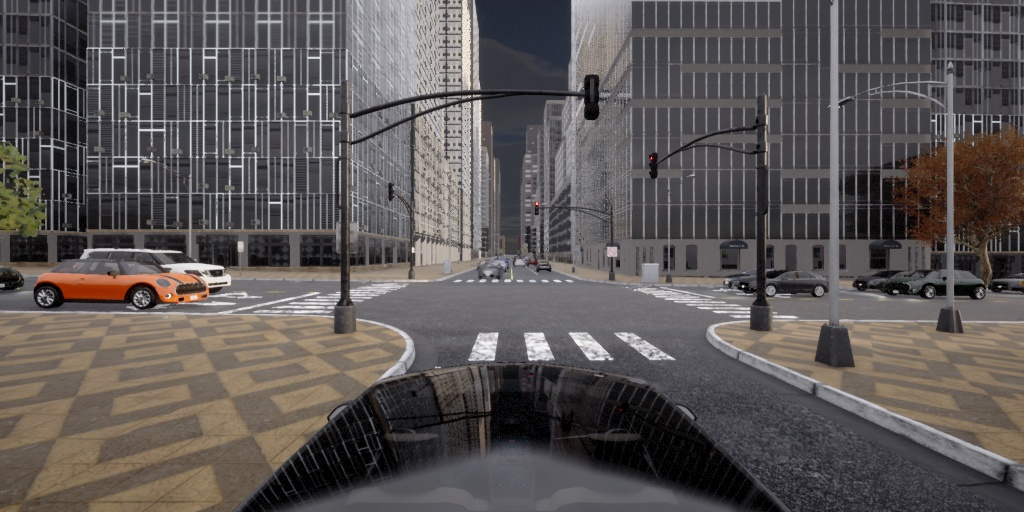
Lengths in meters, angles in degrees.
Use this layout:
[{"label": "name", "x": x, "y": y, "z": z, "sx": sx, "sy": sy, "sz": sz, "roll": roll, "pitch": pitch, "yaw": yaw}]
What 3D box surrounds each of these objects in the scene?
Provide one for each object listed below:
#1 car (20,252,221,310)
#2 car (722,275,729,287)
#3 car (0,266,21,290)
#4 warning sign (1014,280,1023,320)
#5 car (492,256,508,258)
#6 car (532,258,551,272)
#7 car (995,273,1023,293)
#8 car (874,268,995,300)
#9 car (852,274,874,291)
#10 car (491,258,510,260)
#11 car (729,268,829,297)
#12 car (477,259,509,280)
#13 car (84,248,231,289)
[{"label": "car", "x": -13.727, "y": 0.876, "z": 12.856, "sx": 4.553, "sy": 1.767, "sz": 2.097, "roll": 1, "pitch": 0, "yaw": -3}, {"label": "car", "x": 16.897, "y": 1.569, "z": 24.223, "sx": 4.902, "sy": 1.511, "sz": 2.128, "roll": 1, "pitch": 0, "yaw": -3}, {"label": "car", "x": -24.623, "y": 0.675, "z": 15.615, "sx": 4.553, "sy": 1.767, "sz": 2.097, "roll": 1, "pitch": 0, "yaw": -3}, {"label": "warning sign", "x": 17.279, "y": 1.204, "z": 11.527, "sx": 1.060, "sy": 1.860, "sz": 1.300, "roll": 0, "pitch": 0, "yaw": -3}, {"label": "car", "x": -1.553, "y": 0.980, "z": 56.548, "sx": 2.150, "sy": 2.045, "sz": 5.566, "roll": 0, "pitch": 0, "yaw": -1}, {"label": "car", "x": 3.949, "y": 1.329, "z": 45.336, "sx": 1.948, "sy": 1.339, "sz": 4.313, "roll": 0, "pitch": 0, "yaw": 0}, {"label": "car", "x": 36.453, "y": 1.934, "z": 25.109, "sx": 4.892, "sy": 1.490, "sz": 1.837, "roll": 1, "pitch": 0, "yaw": -2}, {"label": "car", "x": 24.979, "y": 1.576, "z": 21.337, "sx": 4.553, "sy": 1.767, "sz": 2.097, "roll": 1, "pitch": 0, "yaw": -3}, {"label": "car", "x": 26.281, "y": 1.751, "z": 24.651, "sx": 4.892, "sy": 1.490, "sz": 1.837, "roll": 1, "pitch": 0, "yaw": -3}, {"label": "car", "x": -1.508, "y": 1.289, "z": 43.830, "sx": 1.812, "sy": 1.442, "sz": 4.674, "roll": 0, "pitch": 0, "yaw": 0}, {"label": "car", "x": 15.808, "y": 1.564, "z": 20.930, "sx": 4.892, "sy": 1.490, "sz": 1.837, "roll": 1, "pitch": 0, "yaw": -4}, {"label": "car", "x": -1.774, "y": 1.261, "z": 31.575, "sx": 2.128, "sy": 1.511, "sz": 4.902, "roll": 0, "pitch": 0, "yaw": 4}, {"label": "car", "x": -15.928, "y": 0.704, "z": 16.009, "sx": 5.566, "sy": 2.045, "sz": 2.150, "roll": 1, "pitch": 0, "yaw": -3}]
